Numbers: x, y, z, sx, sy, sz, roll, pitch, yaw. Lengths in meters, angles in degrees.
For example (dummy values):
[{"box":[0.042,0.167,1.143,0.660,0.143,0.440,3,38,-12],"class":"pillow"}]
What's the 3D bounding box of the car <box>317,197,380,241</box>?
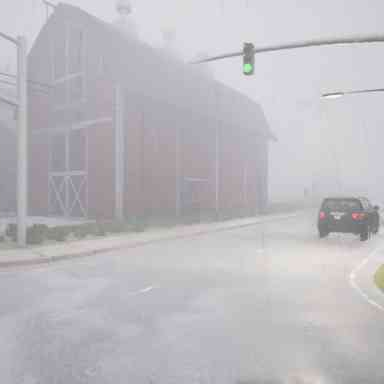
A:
[{"box":[8.209,1.264,17.267,2.150,2.045,5.566,0,0,36],"class":"car"}]
